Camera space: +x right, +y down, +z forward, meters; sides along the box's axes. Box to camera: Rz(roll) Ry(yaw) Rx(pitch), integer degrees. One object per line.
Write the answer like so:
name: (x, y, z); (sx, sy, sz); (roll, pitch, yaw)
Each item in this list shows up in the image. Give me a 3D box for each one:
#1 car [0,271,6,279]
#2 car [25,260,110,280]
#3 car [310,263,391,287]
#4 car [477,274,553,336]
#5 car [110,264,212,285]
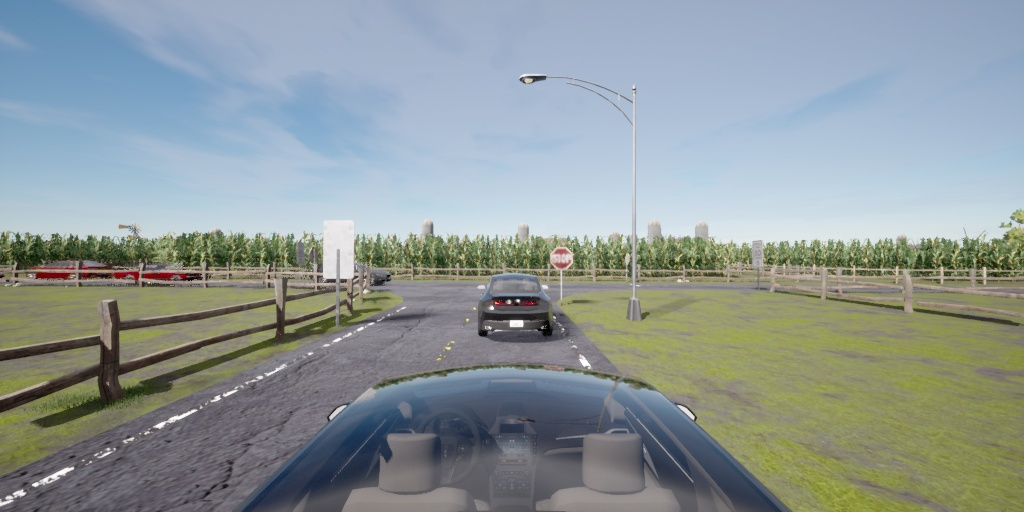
car: (-36.028, 1.022, 23.214); (4.674, 1.442, 1.812); (0, -1, 0)
car: (-32.206, 1.047, 26.144); (5.008, 1.535, 1.882); (0, -1, 0)
car: (-10.328, 1.173, 23.130); (4.892, 1.490, 1.837); (0, -1, 0)
car: (0.041, 1.257, 10.383); (1.837, 1.490, 4.892); (0, 0, -1)
car: (-22.376, 1.184, 23.163); (4.718, 1.301, 1.895); (0, -1, 0)
